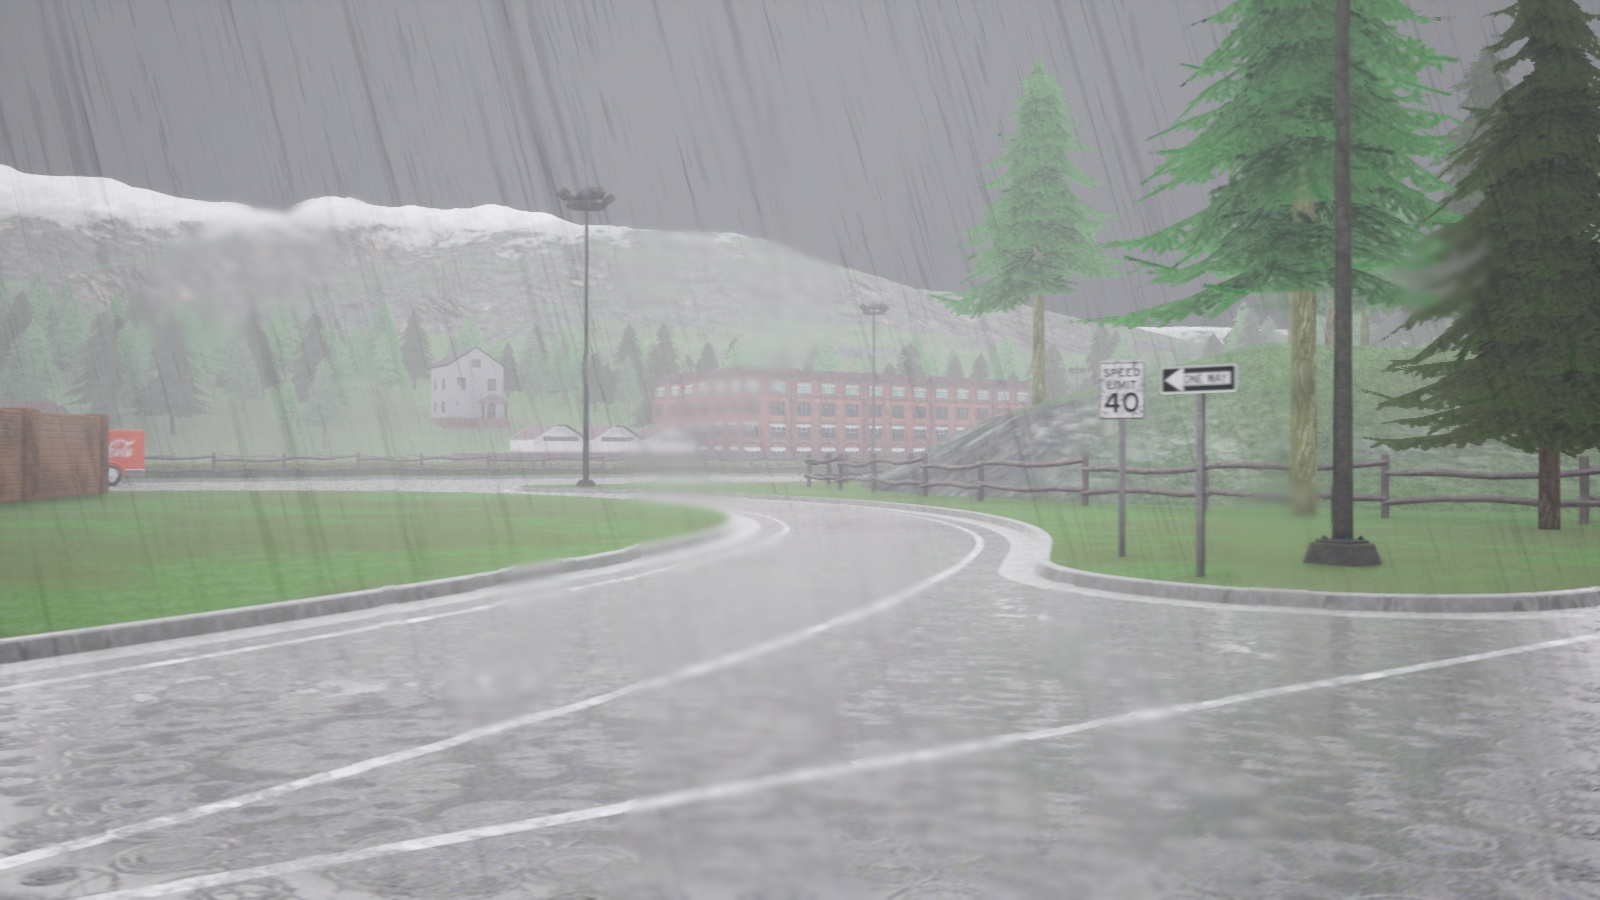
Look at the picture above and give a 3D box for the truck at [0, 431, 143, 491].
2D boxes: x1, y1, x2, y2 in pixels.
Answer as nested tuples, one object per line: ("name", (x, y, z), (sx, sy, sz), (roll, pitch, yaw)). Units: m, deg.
("truck", (-31.335, 0.460, 53.935), (5.204, 2.467, 2.627), (0, 0, -35))
